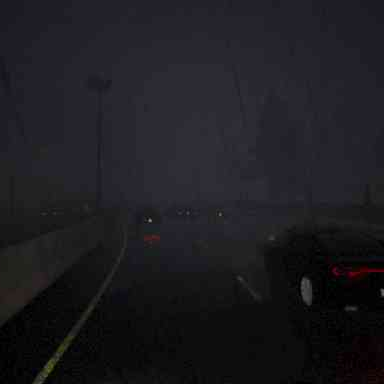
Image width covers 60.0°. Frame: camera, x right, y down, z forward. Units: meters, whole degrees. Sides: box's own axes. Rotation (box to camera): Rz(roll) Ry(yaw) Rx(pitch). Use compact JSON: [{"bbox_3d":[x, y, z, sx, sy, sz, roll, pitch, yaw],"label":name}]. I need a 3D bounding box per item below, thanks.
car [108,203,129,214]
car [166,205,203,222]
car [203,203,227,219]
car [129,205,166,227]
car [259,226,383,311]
[{"bbox_3d":[-9.048,1.998,40.962,1.895,1.301,4.718,0,-1,-24],"label":"car"},{"bbox_3d":[-1.048,1.818,29.636,2.033,1.411,5.357,0,-1,-17],"label":"car"},{"bbox_3d":[1.812,1.787,31.998,1.837,1.490,4.892,0,-1,-17],"label":"car"},{"bbox_3d":[-3.466,1.741,25.094,1.837,1.490,4.892,0,-1,-14],"label":"car"},{"bbox_3d":[3.067,1.541,8.002,1.882,1.535,5.008,0,-1,-5],"label":"car"}]
